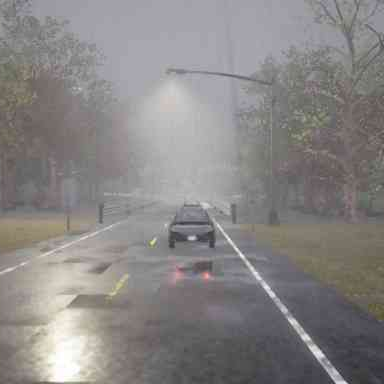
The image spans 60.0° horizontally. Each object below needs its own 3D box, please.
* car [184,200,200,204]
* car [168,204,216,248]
[{"bbox_3d":[0.000,1.490,29.650,2.128,1.511,4.902,0,0,0],"label":"car"},{"bbox_3d":[0.000,1.492,14.650,2.128,1.511,4.902,0,0,0],"label":"car"}]
